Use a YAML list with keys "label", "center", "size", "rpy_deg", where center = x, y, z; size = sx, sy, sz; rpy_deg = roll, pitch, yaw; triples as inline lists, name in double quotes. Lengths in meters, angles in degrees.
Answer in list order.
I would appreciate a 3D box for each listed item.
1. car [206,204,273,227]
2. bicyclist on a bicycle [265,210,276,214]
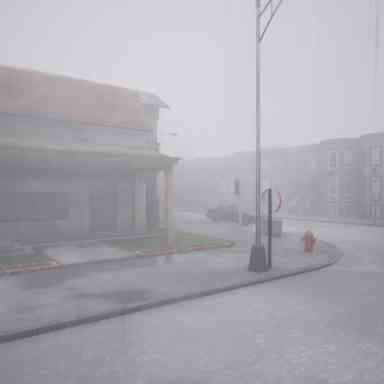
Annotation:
- label: "car"
  center: [3.158, 1.547, 23.302]
  size: [2.033, 1.411, 5.357]
  rpy_deg: [0, 0, -36]
- label: "bicyclist on a bicycle"
  center: [7.478, 1.349, 31.706]
  size: [1.656, 1.620, 0.582]
  rpy_deg: [0, 0, -36]
